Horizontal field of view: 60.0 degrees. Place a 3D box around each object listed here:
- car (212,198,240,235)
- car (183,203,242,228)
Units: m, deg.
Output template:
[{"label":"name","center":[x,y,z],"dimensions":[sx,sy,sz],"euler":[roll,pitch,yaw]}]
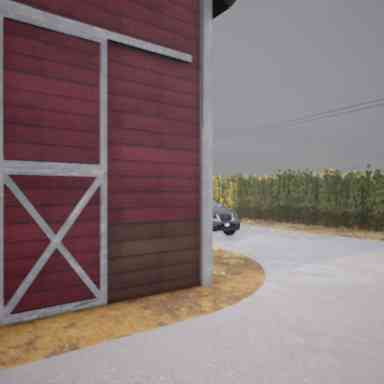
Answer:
[{"label":"car","center":[0.211,1.222,18.269],"dimensions":[2.150,2.045,5.566],"euler":[0,0,-32]},{"label":"car","center":[1.278,1.564,22.960],"dimensions":[1.994,1.385,4.181],"euler":[0,0,-32]}]
